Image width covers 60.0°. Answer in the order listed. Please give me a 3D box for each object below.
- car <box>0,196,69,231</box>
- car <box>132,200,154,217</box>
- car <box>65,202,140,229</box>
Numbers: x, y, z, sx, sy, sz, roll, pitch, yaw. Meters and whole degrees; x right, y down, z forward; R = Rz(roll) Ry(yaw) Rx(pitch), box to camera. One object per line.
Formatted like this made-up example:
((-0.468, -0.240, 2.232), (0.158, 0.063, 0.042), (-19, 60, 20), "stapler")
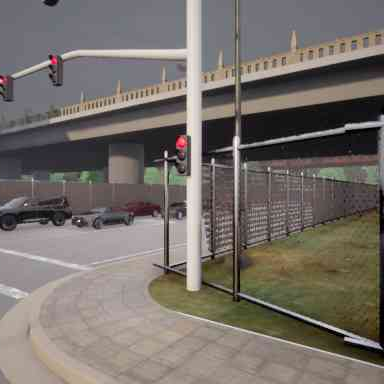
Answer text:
((-10.576, 1.277, 21.628), (2.150, 2.045, 5.566), (0, 0, 36), "car")
((-4.901, 1.533, 29.630), (1.882, 1.535, 5.008), (0, 0, 35), "car")
((-5.857, 1.619, 22.224), (1.994, 1.385, 4.181), (0, 0, 35), "car")
